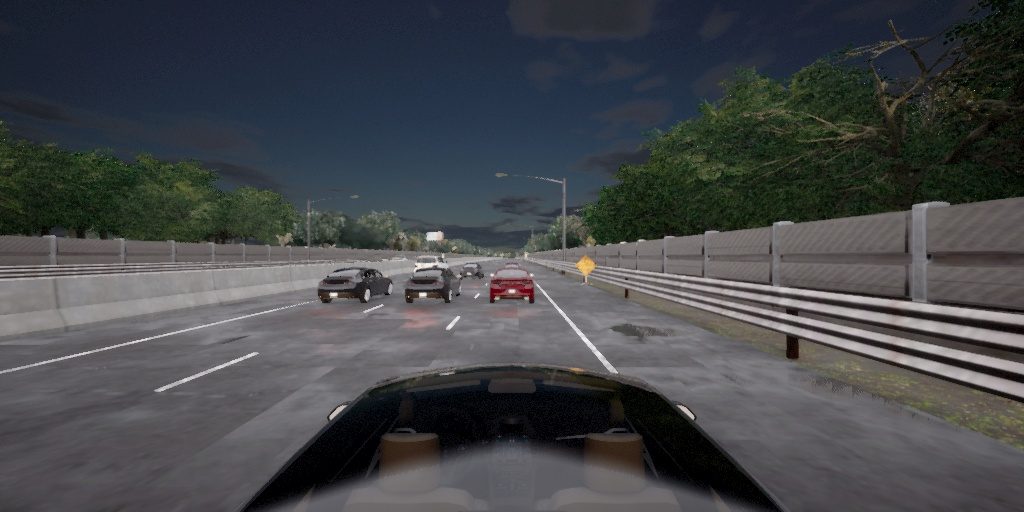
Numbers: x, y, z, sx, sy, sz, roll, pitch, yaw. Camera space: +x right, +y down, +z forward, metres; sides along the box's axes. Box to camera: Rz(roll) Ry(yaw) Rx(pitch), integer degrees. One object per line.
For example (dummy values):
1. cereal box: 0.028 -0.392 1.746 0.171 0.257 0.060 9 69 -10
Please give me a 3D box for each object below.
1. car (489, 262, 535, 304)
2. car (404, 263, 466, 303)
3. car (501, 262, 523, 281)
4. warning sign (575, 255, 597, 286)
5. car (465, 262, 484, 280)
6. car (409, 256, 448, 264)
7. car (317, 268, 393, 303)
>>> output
1. car: 0.000 1.235 16.500 1.882 1.535 5.008 0 0 0
2. car: -3.500 1.266 16.501 1.837 1.490 4.892 0 0 0
3. car: 0.000 1.276 31.501 1.812 1.442 4.674 0 0 0
4. warning sign: 4.550 0.862 22.021 1.300 1.860 1.060 0 0 0
5. car: -3.500 1.276 31.501 1.812 1.442 4.674 0 0 0
6. car: -7.000 1.001 31.532 2.150 2.045 5.566 0 0 0
7. car: -7.000 1.266 16.500 1.837 1.490 4.892 0 0 0
